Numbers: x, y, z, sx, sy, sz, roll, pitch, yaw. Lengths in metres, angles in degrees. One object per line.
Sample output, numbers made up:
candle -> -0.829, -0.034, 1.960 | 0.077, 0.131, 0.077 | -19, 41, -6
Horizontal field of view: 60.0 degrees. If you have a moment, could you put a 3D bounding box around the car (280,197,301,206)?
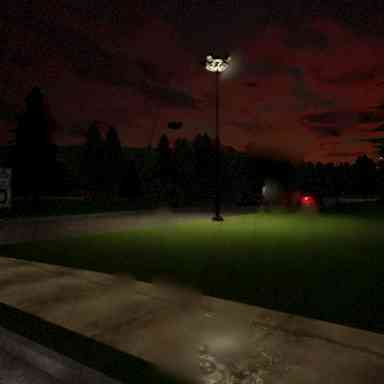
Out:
car -> 16.801, 1.531, 56.614 | 1.812, 1.442, 4.674 | 0, 0, 37

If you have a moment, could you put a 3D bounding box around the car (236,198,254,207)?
car -> 8.545, 1.576, 51.337 | 1.994, 1.385, 4.181 | 0, 0, 37

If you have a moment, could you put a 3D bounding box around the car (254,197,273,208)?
car -> 11.343, 1.572, 49.234 | 1.994, 1.385, 4.181 | 0, 0, 37

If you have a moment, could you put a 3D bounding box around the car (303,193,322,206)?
car -> 19.618, 1.223, 54.538 | 2.150, 2.045, 5.566 | 0, 0, 37

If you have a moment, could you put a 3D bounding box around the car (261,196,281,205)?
car -> 14.000, 1.535, 58.714 | 1.812, 1.442, 4.674 | 0, 0, 37

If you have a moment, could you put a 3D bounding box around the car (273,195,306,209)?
car -> 13.604, 1.496, 46.429 | 2.128, 1.511, 4.902 | 0, 0, 37
